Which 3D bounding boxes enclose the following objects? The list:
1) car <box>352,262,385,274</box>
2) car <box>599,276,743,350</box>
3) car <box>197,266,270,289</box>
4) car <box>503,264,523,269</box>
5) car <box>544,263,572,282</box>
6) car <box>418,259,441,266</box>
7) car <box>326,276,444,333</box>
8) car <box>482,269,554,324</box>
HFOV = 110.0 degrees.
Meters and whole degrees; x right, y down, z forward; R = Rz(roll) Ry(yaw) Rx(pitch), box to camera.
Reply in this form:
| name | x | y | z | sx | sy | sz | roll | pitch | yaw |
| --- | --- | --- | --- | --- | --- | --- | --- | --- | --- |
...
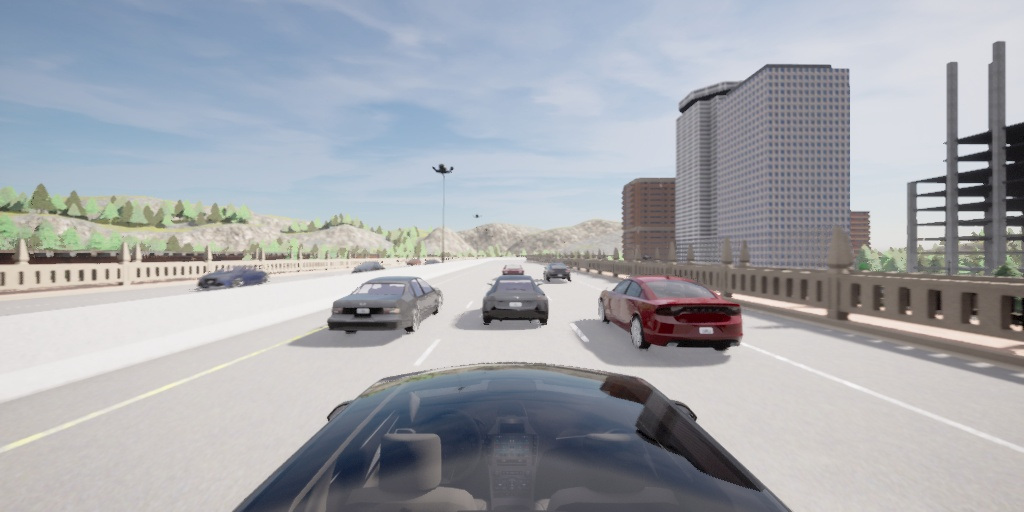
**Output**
| name | x | y | z | sx | sy | sz | roll | pitch | yaw |
| --- | --- | --- | --- | --- | --- | --- | --- | --- | --- |
| car | -14.070 | 1.291 | 35.447 | 1.812 | 1.442 | 4.674 | 0 | 0 | 0 |
| car | 3.601 | 1.229 | 9.119 | 1.882 | 1.535 | 5.008 | 0 | 0 | 0 |
| car | -17.589 | 1.323 | 22.882 | 1.994 | 1.385 | 4.181 | 0 | 0 | 0 |
| car | 0.106 | 1.364 | 31.714 | 1.895 | 1.301 | 4.718 | 0 | 0 | 0 |
| car | 3.606 | 1.287 | 29.104 | 1.812 | 1.442 | 4.674 | 0 | 0 | 0 |
| car | -10.551 | 1.277 | 47.315 | 1.837 | 1.490 | 4.892 | 0 | 0 | 0 |
| car | -3.398 | 1.300 | 10.693 | 2.033 | 1.411 | 5.357 | 0 | 0 | 0 |
| car | 0.102 | 1.317 | 11.978 | 1.994 | 1.385 | 4.181 | 0 | 0 | 0 |
